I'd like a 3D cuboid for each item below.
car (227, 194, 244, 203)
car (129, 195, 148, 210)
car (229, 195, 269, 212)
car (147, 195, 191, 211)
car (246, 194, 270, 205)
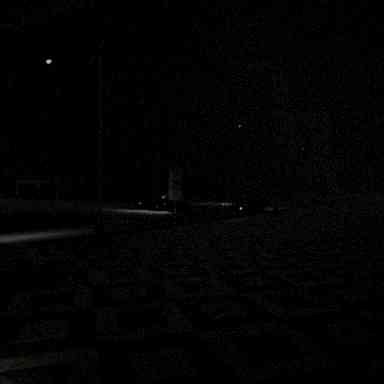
[{"bbox_3d":[7.221,1.032,51.669,1.812,1.442,4.674,1,0,35],"label":"car"},{"bbox_3d":[-4.571,1.084,35.202,1.812,1.442,4.674,1,1,35],"label":"car"},{"bbox_3d":[5.860,1.217,32.890,1.895,1.301,4.718,1,0,35],"label":"car"},{"bbox_3d":[-1.945,1.108,33.285,1.812,1.442,4.674,1,1,35],"label":"car"},{"bbox_3d":[9.870,1.094,49.787,1.994,1.385,4.181,1,0,35],"label":"car"}]
